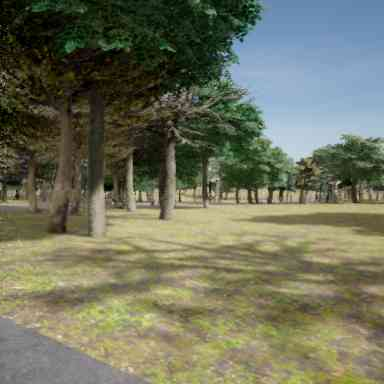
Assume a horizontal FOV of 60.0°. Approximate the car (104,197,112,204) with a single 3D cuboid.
[{"bbox_3d":[-21.037,1.977,77.903,2.097,1.767,4.553,2,0,32],"label":"car"}]
